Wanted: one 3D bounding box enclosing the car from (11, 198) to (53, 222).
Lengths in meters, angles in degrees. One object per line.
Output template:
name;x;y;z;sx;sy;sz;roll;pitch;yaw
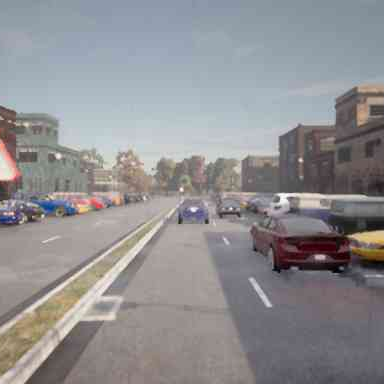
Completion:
car;-12.556;1.346;22.598;4.892;1.521;2.231;0;0;0

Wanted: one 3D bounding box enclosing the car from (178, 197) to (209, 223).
car;0.102;1.232;24.213;2.097;1.767;4.553;0;0;0

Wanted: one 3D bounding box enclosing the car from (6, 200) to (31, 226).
car;-12.562;1.394;19.819;4.674;1.452;2.002;0;0;0

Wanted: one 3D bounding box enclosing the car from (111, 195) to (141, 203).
car;-12.711;1.339;64.282;5.366;1.575;1.946;0;0;0

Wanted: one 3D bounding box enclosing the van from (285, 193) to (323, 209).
van;7.758;1.156;18.397;4.442;1.987;1.878;0;0;0

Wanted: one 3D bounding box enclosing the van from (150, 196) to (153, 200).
van;-12.394;1.162;80.835;4.442;1.987;1.878;0;0;0

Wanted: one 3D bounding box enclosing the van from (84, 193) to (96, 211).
van;-12.436;1.093;33.713;4.442;1.987;1.878;0;0;0

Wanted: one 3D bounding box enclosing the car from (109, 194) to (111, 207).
car;-12.541;1.314;39.272;4.892;1.521;2.231;0;0;0

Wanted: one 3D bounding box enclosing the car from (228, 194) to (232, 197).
car;7.638;1.324;43.213;4.892;1.521;2.231;0;0;0

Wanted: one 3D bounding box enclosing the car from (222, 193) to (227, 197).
car;7.639;1.324;51.483;4.892;1.521;2.231;0;0;0

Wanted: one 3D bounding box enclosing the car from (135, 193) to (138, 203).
car;-12.527;1.368;58.660;4.674;1.452;2.002;0;0;0

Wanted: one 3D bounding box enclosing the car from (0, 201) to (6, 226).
car;-12.536;1.239;17.039;4.553;1.767;2.185;0;0;0

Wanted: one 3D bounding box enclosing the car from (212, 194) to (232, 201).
car;7.653;1.373;84.573;5.008;1.535;2.097;0;0;0

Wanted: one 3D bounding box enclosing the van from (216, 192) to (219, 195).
van;7.529;1.118;65.269;4.442;1.987;1.878;0;0;0

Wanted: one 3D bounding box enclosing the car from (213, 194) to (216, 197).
car;7.461;1.347;68.026;5.366;1.575;1.946;0;0;0

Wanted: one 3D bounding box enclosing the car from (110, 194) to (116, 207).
car;-12.515;1.341;42.050;4.792;1.488;2.163;0;0;0

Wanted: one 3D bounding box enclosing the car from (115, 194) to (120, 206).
car;-12.540;1.351;44.704;4.674;1.452;2.002;0;0;0

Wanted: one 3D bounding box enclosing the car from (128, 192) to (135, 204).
car;-12.563;1.067;53.167;5.566;2.045;2.435;0;0;0

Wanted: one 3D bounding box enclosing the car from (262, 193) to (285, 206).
car;7.670;1.120;21.155;5.566;2.045;2.435;0;0;0

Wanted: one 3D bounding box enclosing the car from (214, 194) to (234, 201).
car;7.616;1.248;79.060;4.553;1.767;2.185;0;0;0

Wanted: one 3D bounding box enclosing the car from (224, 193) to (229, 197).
car;7.638;1.322;48.726;4.892;1.521;2.231;0;0;0

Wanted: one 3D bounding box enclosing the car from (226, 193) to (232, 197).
car;7.638;1.323;45.969;4.892;1.521;2.231;0;0;0

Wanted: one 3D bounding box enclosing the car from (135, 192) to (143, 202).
car;-12.500;1.083;61.378;5.566;2.045;2.435;0;0;0

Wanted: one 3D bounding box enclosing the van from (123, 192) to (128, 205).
van;-12.421;1.088;50.386;4.442;1.987;1.878;0;0;0

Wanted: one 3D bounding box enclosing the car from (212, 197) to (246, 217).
car;3.108;1.413;29.022;2.033;1.411;5.357;0;0;0

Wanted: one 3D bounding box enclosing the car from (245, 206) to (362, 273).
car;3.113;1.417;10.537;1.882;1.535;5.008;0;0;0

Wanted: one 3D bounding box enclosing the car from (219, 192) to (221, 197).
car;7.677;1.206;59.754;4.553;1.767;2.185;0;0;0

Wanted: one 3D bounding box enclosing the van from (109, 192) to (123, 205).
van;-12.657;1.087;47.609;4.442;1.987;1.878;0;0;0

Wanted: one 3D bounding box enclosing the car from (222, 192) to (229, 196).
car;7.614;1.199;54.240;4.553;1.767;2.185;0;0;0

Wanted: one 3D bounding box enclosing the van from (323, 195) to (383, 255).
van;7.758;1.181;12.884;4.442;1.987;1.878;0;0;0

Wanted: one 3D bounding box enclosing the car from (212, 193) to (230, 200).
car;7.617;1.243;87.336;4.553;1.767;2.185;0;0;0

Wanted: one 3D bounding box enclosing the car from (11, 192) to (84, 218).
car;-12.529;1.078;28.156;5.566;2.045;2.435;0;0;0

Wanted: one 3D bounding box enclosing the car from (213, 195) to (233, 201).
car;7.645;1.413;81.817;4.674;1.452;2.002;0;0;0

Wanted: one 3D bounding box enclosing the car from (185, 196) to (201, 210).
car;0.104;1.322;41.300;1.882;1.535;5.008;0;0;0

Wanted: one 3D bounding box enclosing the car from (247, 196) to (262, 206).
car;7.672;1.374;29.426;4.792;1.488;2.163;0;0;0

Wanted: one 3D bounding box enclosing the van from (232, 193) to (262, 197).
van;7.526;1.099;40.331;4.442;1.987;1.878;0;0;0

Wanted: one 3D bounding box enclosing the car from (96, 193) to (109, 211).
car;-12.522;1.063;36.490;5.566;2.045;2.435;0;0;0

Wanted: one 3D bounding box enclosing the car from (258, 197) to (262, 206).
car;7.648;1.361;23.912;5.008;1.535;2.097;0;0;0

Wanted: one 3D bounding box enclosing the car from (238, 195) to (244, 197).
car;7.829;1.330;34.940;5.366;1.575;1.946;0;0;0

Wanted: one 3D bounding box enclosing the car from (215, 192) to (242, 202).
car;7.675;1.106;70.784;5.566;2.045;2.435;0;0;0

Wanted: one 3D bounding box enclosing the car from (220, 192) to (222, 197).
car;7.676;1.203;56.998;4.553;1.767;2.185;0;0;0

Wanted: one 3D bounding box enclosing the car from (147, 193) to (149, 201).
car;-12.513;1.367;72.495;5.008;1.535;2.097;0;0;0

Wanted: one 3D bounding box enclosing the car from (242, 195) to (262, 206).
car;7.637;1.339;32.184;4.892;1.521;2.231;0;0;0

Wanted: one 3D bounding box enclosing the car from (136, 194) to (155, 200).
car;-12.474;1.400;89.179;4.792;1.488;2.163;0;0;0

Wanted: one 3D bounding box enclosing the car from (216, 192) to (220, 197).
car;7.651;1.338;62.511;5.008;1.535;2.097;0;0;0

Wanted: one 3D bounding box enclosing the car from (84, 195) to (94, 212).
car;-12.369;1.321;30.934;5.366;1.575;1.946;0;0;0

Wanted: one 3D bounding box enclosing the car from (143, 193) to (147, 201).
car;-12.552;1.099;67.063;5.566;2.045;2.435;0;0;0
